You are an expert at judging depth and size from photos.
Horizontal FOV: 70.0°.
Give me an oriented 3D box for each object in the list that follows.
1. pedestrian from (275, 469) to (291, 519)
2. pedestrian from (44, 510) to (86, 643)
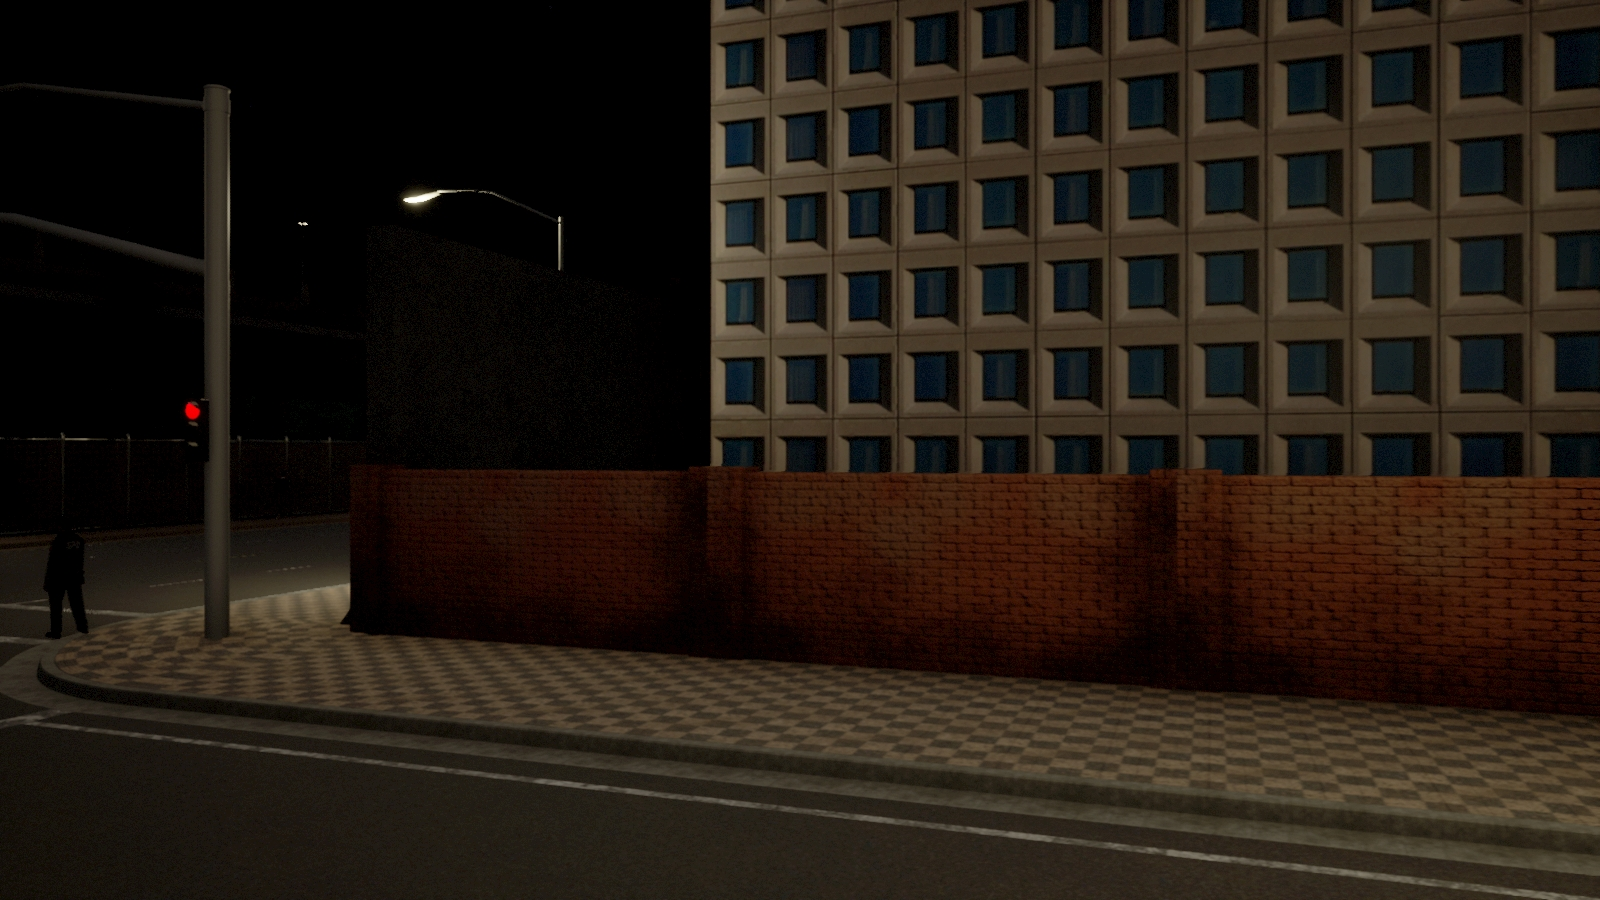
[{"bbox_3d":[-19.590,1.663,43.306,0.375,1.860,0.375,0,0,20],"label":"pedestrian"},{"bbox_3d":[-10.598,1.804,16.474,0.375,1.860,0.375,0,0,28],"label":"pedestrian"}]
